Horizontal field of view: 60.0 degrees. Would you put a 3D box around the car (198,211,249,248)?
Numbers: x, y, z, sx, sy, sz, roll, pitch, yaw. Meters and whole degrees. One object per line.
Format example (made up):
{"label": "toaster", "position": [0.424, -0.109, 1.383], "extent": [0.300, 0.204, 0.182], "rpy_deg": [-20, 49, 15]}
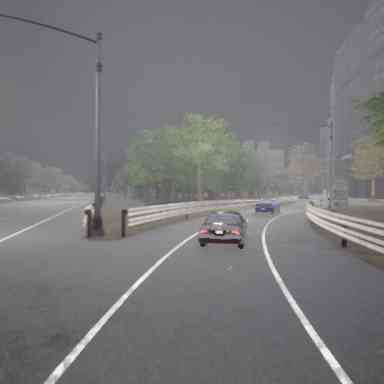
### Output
{"label": "car", "position": [1.511, 1.558, 14.968], "extent": [2.033, 1.411, 5.357], "rpy_deg": [0, 0, 11]}

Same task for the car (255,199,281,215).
{"label": "car", "position": [8.081, 1.529, 35.158], "extent": [1.882, 1.535, 5.008], "rpy_deg": [0, 0, 25]}
